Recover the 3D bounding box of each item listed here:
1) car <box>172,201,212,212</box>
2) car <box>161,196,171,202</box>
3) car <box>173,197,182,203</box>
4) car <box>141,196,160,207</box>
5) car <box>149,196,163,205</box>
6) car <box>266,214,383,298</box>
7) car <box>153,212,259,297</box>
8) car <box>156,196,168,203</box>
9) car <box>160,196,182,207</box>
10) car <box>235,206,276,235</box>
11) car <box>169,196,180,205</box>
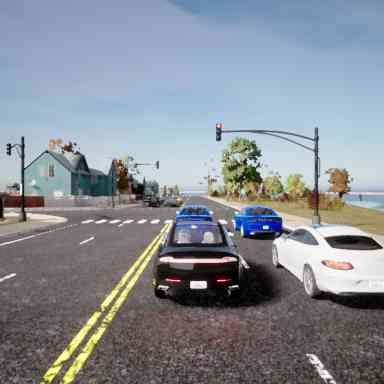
[{"bbox_3d":[0.133,1.479,18.030,1.882,1.535,5.008,0,0,1],"label":"car"},{"bbox_3d":[-6.311,1.617,80.122,2.033,1.411,5.357,0,0,0],"label":"car"},{"bbox_3d":[-3.081,1.655,71.425,1.895,1.301,4.718,0,0,0],"label":"car"},{"bbox_3d":[-6.471,1.532,50.320,1.837,1.490,4.892,0,0,0],"label":"car"},{"bbox_3d":[-6.432,1.545,59.730,1.837,1.490,4.892,0,0,0],"label":"car"},{"bbox_3d":[3.366,1.526,8.365,1.812,1.442,4.674,0,0,0],"label":"car"},{"bbox_3d":[0.121,1.491,8.535,2.128,1.511,4.902,0,0,0],"label":"car"},{"bbox_3d":[-6.335,1.596,69.756,2.033,1.411,5.357,0,0,0],"label":"car"},{"bbox_3d":[-3.182,1.576,51.432,2.033,1.411,5.357,0,0,3],"label":"car"},{"bbox_3d":[3.391,1.479,17.702,1.882,1.535,5.008,0,0,0],"label":"car"},{"bbox_3d":[-3.167,1.520,61.416,1.882,1.535,5.008,0,0,0],"label":"car"}]
